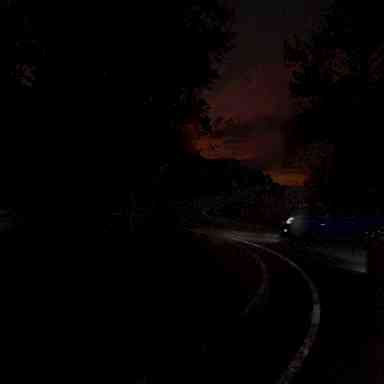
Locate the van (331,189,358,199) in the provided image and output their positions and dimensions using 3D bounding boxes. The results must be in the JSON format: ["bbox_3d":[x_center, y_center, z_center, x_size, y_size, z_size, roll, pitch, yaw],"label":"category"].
[{"bbox_3d":[24.503,1.036,51.682,4.442,1.987,1.878,1,2,17],"label":"van"}]

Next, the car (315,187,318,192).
[{"bbox_3d":[34.089,0.274,83.569,4.792,1.488,2.163,1,2,17],"label":"car"}]

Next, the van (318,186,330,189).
[{"bbox_3d":[32.647,0.189,78.202,4.442,1.987,1.878,1,2,17],"label":"van"}]

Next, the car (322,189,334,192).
[{"bbox_3d":[28.579,0.835,64.946,5.008,1.535,2.097,1,2,17],"label":"car"}]

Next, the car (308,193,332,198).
[{"bbox_3d":[17.814,1.347,46.652,1.837,1.490,4.892,1,1,13],"label":"car"}]

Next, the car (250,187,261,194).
[{"bbox_3d":[17.240,-0.115,92.832,2.033,1.411,5.357,1,2,17],"label":"car"}]

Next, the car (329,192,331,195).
[{"bbox_3d":[25.433,1.208,54.306,4.792,1.488,2.163,1,2,17],"label":"car"}]

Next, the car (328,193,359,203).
[{"bbox_3d":[27.017,1.036,59.624,4.792,1.488,2.163,1,2,17],"label":"car"}]

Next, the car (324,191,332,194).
[{"bbox_3d":[26.019,1.086,57.027,5.366,1.575,1.946,1,2,17],"label":"car"}]

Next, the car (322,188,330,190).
[{"bbox_3d":[29.396,0.625,67.593,4.553,1.767,2.185,1,2,17],"label":"car"}]

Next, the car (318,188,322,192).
[{"bbox_3d":[30.944,0.581,72.926,5.008,1.535,2.097,1,2,17],"label":"car"}]

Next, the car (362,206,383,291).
[{"bbox_3d":[4.941,1.350,6.627,2.097,1.767,4.553,1,0,20],"label":"car"}]

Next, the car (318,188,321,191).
[{"bbox_3d":[31.738,0.537,75.587,4.674,1.452,2.002,1,2,17],"label":"car"}]

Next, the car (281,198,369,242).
[{"bbox_3d":[6.396,1.329,15.045,4.553,1.767,2.097,2,0,15],"label":"car"}]
